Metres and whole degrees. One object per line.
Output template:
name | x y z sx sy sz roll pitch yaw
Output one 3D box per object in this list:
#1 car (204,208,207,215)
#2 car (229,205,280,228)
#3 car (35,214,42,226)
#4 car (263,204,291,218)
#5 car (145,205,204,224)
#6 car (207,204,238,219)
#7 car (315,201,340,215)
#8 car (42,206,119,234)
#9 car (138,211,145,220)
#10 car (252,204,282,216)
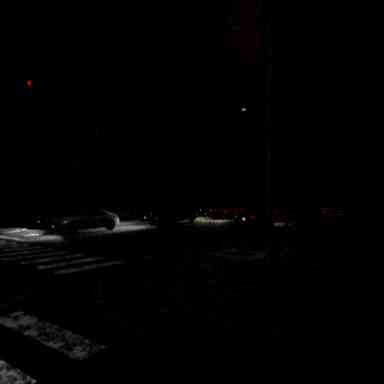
car | 2.856 2.271 40.559 1.895 1.301 4.718 0 -1 36
car | 5.064 2.033 26.577 1.994 1.385 4.181 0 -1 36
car | -8.856 1.795 24.232 1.837 1.490 4.892 0 -1 36
car | 10.161 2.251 39.266 1.812 1.442 4.674 0 -1 36
car | -1.433 1.933 29.010 2.128 1.511 4.902 0 -1 36
car | 4.042 2.097 36.638 1.882 1.535 5.008 0 -1 36
car | 19.017 2.433 46.092 1.837 1.490 4.892 0 -1 36
car | -6.811 1.794 21.474 1.812 1.442 4.674 0 -1 36
car | -3.020 2.079 32.373 1.895 1.301 4.718 0 -1 36
car | 10.230 2.369 45.206 2.033 1.411 5.357 0 -1 36
